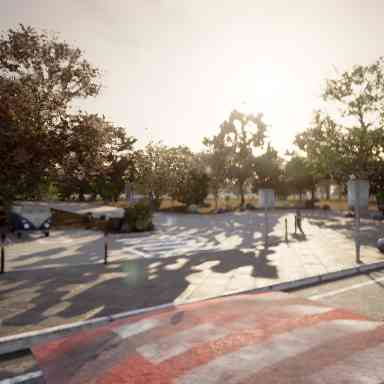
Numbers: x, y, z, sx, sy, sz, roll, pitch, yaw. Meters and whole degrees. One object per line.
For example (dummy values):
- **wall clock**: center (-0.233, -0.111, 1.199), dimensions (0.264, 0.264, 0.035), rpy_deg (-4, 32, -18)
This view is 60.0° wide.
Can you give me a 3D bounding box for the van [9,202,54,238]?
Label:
- **van**: center (-9.593, 1.586, 19.758), dimensions (1.878, 1.987, 4.442), rpy_deg (2, -1, -36)
